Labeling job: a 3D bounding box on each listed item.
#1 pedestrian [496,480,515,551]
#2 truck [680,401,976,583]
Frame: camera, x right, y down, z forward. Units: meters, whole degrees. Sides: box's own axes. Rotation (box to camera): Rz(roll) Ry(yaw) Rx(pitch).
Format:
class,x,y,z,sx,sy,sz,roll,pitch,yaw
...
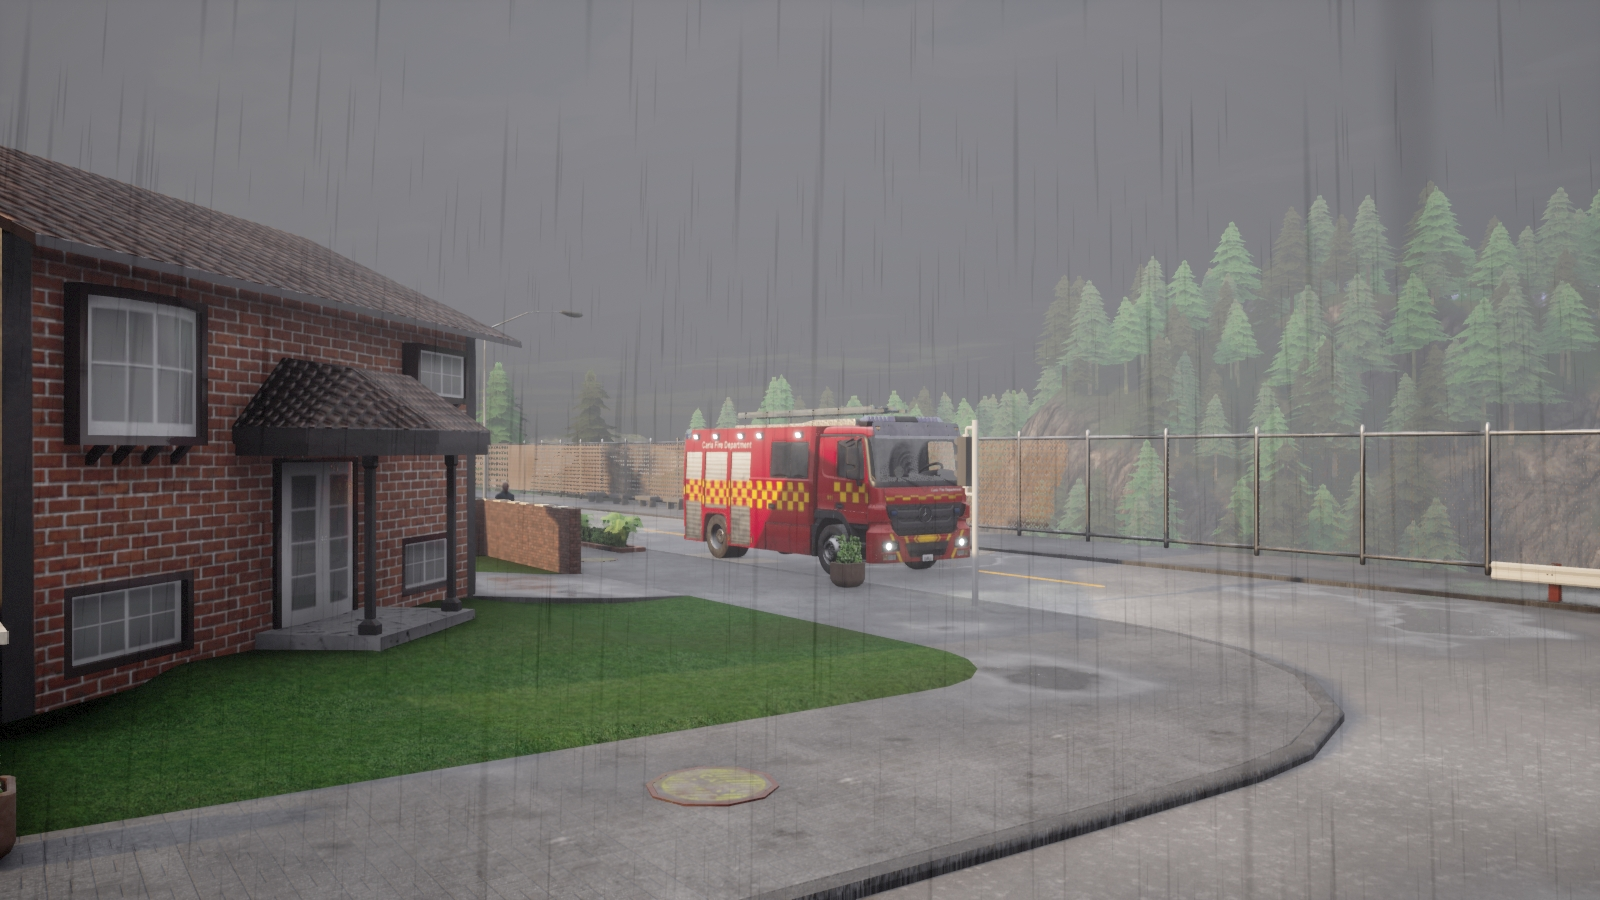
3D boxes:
class,x,y,z,sx,sy,sz,roll,pitch,yaw
pedestrian,-7.877,1.745,30.521,0.375,1.860,0.375,0,0,-36
truck,0.353,0.890,28.322,2.891,3.827,8.468,0,0,-35
